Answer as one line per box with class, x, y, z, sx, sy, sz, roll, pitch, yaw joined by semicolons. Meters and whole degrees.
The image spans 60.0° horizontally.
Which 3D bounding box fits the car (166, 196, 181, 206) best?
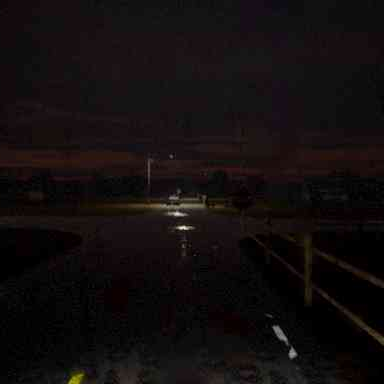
car;-2.752;1.362;49.630;2.128;1.511;4.902;0;1;0
